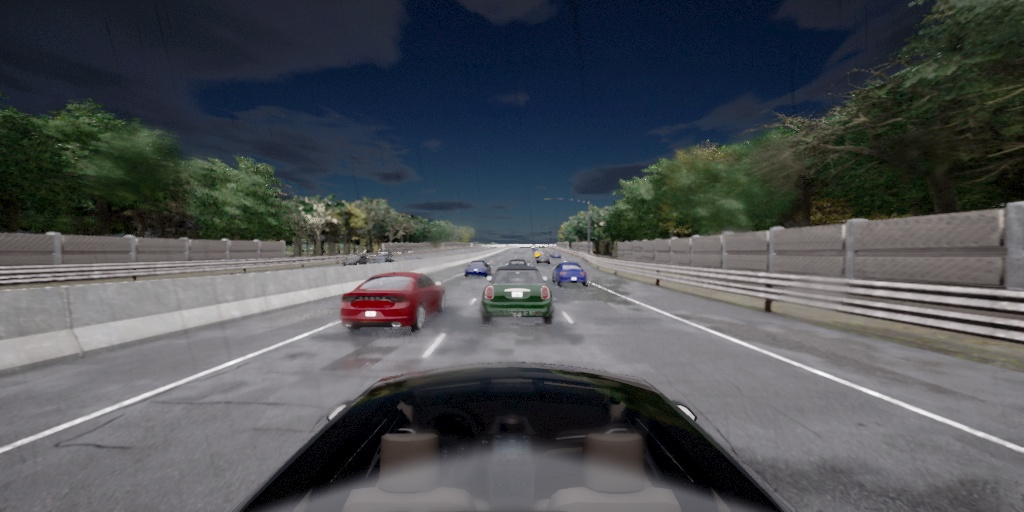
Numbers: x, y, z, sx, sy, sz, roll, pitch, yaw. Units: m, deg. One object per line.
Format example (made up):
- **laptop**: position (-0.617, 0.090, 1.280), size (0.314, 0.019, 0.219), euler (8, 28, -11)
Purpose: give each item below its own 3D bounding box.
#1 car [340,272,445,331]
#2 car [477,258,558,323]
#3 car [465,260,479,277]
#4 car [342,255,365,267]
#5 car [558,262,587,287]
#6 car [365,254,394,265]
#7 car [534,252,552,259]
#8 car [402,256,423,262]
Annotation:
- **car**: position (-3.342, 1.220, 11.008), size (1.882, 1.535, 5.008), euler (0, 0, 0)
- **car**: position (0.171, 1.092, 12.186), size (2.097, 1.767, 4.553), euler (0, 0, 1)
- **car**: position (-2.970, 1.079, 31.847), size (1.994, 1.385, 4.181), euler (0, 1, 2)
- **car**: position (-20.183, 0.690, 46.612), size (1.837, 1.490, 4.892), euler (0, 1, 2)
- **car**: position (3.714, 1.143, 23.498), size (1.812, 1.442, 4.674), euler (0, 1, 1)
- **car**: position (-16.701, 0.760, 46.060), size (1.994, 1.385, 4.181), euler (0, 1, 2)
- **car**: position (4.837, 0.460, 56.427), size (1.994, 1.385, 4.181), euler (0, 2, 3)
- **car**: position (-13.137, 0.717, 47.626), size (1.994, 1.385, 4.181), euler (0, 1, 2)
